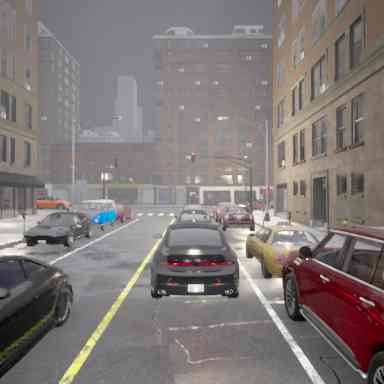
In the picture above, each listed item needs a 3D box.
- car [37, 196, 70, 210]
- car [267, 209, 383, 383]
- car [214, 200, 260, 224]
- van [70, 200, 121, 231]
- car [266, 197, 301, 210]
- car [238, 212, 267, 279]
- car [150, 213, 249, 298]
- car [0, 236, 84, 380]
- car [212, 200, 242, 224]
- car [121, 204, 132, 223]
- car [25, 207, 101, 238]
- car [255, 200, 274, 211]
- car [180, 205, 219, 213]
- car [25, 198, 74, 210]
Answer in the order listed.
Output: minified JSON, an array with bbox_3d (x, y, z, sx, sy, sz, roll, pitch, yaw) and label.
[{"bbox_3d":[-16.416,1.276,39.054,4.553,1.767,2.097,0,-1,0],"label":"car"},{"bbox_3d":[2.675,1.323,4.237,2.192,1.841,5.009,1,0,0],"label":"car"},{"bbox_3d":[2.660,1.485,20.685,1.967,1.590,4.097,1,0,0],"label":"car"},{"bbox_3d":[-5.864,1.386,20.680,1.690,1.788,3.998,1,0,0],"label":"van"},{"bbox_3d":[13.422,1.628,48.840,4.553,1.767,2.097,0,-1,0],"label":"car"},{"bbox_3d":[2.668,1.544,9.890,1.752,1.417,4.829,1,0,0],"label":"car"},{"bbox_3d":[0.042,1.521,8.527,1.837,1.490,4.892,0,0,-1],"label":"car"},{"bbox_3d":[-3.103,1.572,4.263,1.994,1.385,4.181,0,0,0],"label":"car"},{"bbox_3d":[2.655,1.498,26.168,1.967,1.590,4.097,1,0,0],"label":"car"},{"bbox_3d":[-5.871,1.603,26.162,1.887,1.381,4.507,1,0,0],"label":"car"},{"bbox_3d":[-5.862,1.598,15.197,1.947,1.339,4.313,1,0,0],"label":"car"},{"bbox_3d":[7.935,1.712,42.168,4.181,1.385,1.994,0,-1,0],"label":"car"},{"bbox_3d":[0.087,1.559,15.993,1.812,1.442,4.674,0,0,0],"label":"car"},{"bbox_3d":[-18.013,1.499,42.309,5.357,1.411,2.033,1,-1,0],"label":"car"}]
